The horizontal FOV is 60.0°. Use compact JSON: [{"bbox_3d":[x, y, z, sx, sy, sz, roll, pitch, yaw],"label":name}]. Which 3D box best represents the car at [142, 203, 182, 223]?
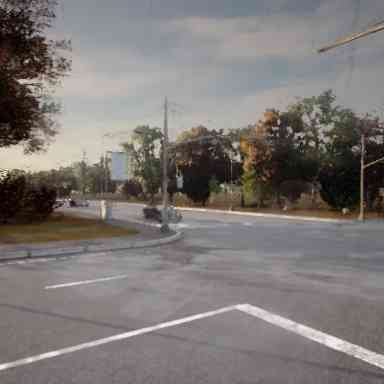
[{"bbox_3d":[-2.612,1.686,27.414,1.812,1.442,4.674,1,0,-32],"label":"car"}]

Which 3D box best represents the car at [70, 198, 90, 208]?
[{"bbox_3d":[-16.558,1.579,48.945,2.128,1.511,4.902,1,0,-34],"label":"car"}]
